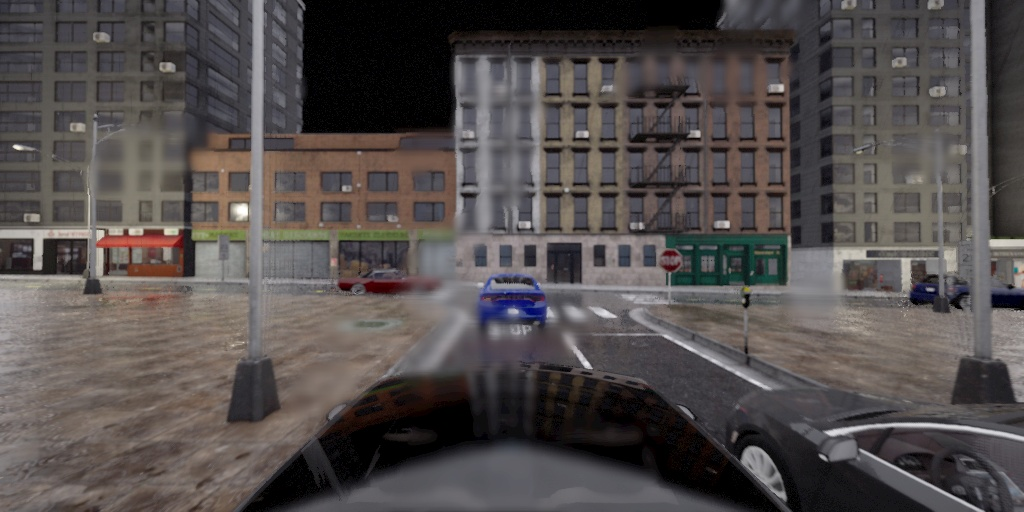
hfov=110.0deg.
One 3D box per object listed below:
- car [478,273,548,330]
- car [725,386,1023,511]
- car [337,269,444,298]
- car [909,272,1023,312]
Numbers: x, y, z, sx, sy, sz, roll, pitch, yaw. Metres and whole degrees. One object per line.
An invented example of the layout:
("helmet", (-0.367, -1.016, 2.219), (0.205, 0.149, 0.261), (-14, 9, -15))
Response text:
("car", (-0.056, 1.268, 11.368), (1.882, 1.535, 5.008), (0, 0, -3))
("car", (2.638, 1.299, 1.300), (2.007, 1.370, 4.403), (0, 0, 0))
("car", (-5.771, 1.310, 17.510), (4.718, 1.301, 1.895), (1, -1, 0))
("car", (22.373, 1.704, 17.363), (4.553, 1.767, 2.097), (1, -1, 0))
